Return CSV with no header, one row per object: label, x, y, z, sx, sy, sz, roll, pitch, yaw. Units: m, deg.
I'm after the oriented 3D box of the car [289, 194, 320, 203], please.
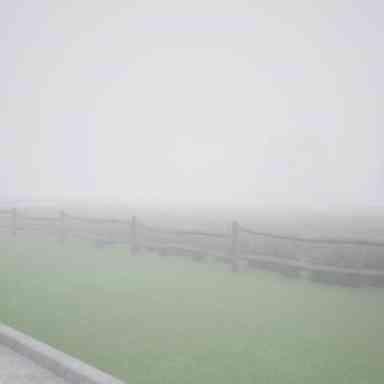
car,18.001,1.124,53.225,4.605,1.855,1.932,0,0,35
